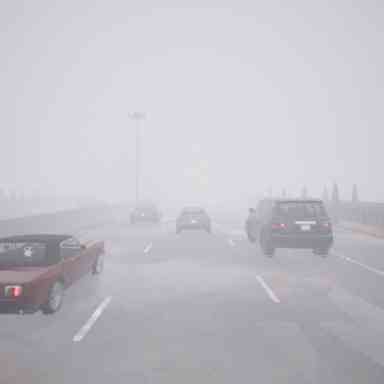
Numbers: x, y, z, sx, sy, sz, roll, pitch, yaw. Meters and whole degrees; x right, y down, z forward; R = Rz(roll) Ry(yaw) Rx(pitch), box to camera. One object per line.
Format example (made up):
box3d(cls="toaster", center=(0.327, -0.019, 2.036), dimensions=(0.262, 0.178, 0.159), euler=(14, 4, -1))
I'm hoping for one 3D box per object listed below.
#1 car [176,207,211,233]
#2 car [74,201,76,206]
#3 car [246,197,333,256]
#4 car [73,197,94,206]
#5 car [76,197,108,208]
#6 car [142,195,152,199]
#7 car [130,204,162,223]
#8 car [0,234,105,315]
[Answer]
box3d(cls="car", center=(0.092, 1.561, 19.905), dimensions=(1.994, 1.385, 4.181), euler=(0, 0, 0))
box3d(cls="car", center=(-14.098, 1.594, 45.750), dimensions=(1.895, 1.301, 4.718), euler=(0, 0, 0))
box3d(cls="car", center=(3.595, 1.219, 13.220), dimensions=(2.150, 2.045, 5.566), euler=(0, 0, 0))
box3d(cls="car", center=(-17.570, 1.518, 54.011), dimensions=(1.812, 1.442, 4.674), euler=(0, 0, 0))
box3d(cls="car", center=(-10.610, 1.542, 36.607), dimensions=(2.033, 1.411, 5.357), euler=(0, 0, 0))
box3d(cls="car", center=(-10.387, 1.486, 76.526), dimensions=(1.837, 1.490, 4.892), euler=(0, 0, 1))
box3d(cls="car", center=(-3.409, 1.560, 25.212), dimensions=(1.994, 1.385, 4.181), euler=(0, 0, 0))
box3d(cls="car", center=(-3.404, 1.600, 7.517), dimensions=(1.895, 1.301, 4.718), euler=(0, 0, 0))
